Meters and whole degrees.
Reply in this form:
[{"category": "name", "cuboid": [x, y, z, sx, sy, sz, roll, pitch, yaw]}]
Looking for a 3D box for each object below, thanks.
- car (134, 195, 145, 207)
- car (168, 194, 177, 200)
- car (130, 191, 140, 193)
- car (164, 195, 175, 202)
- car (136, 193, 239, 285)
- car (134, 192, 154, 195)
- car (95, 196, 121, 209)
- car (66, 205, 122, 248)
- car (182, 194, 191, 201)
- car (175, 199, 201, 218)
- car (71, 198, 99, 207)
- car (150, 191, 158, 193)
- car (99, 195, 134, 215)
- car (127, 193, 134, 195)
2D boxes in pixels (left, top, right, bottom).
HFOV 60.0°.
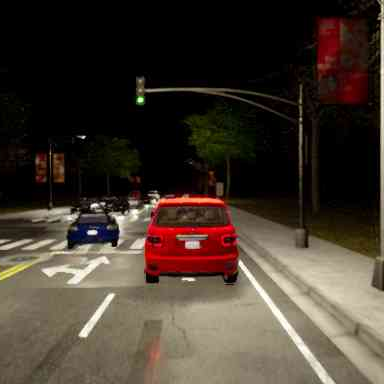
[{"category": "car", "cuboid": [-7.263, 1.366, 41.178, 1.895, 1.301, 4.718, 0, 0, 0]}, {"category": "car", "cuboid": [-4.563, 1.103, 78.952, 1.994, 1.385, 4.181, 0, 0, -1]}, {"category": "car", "cuboid": [-10.787, 0.881, 62.592, 2.150, 2.045, 5.566, 0, 0, -1]}, {"category": "car", "cuboid": [-4.323, 1.226, 64.813, 1.895, 1.301, 4.718, 0, 0, -1]}, {"category": "car", "cuboid": [-0.046, 1.159, 9.483, 2.150, 2.045, 5.566, 0, 0, -1]}, {"category": "car", "cuboid": [-7.386, 1.211, 51.504, 1.837, 1.490, 4.892, 0, 0, -1]}, {"category": "car", "cuboid": [-10.524, 1.262, 42.071, 2.128, 1.511, 4.902, 0, 0, -1]}, {"category": "car", "cuboid": [-4.257, 1.484, 14.488, 1.994, 1.385, 4.181, 0, 0, -14]}, {"category": "car", "cuboid": [-1.117, 1.154, 69.289, 1.994, 1.385, 4.181, 0, 0, 0]}, {"category": "car", "cuboid": [-0.374, 1.360, 29.510, 2.033, 1.411, 5.357, 0, 0, -1]}, {"category": "car", "cuboid": [-10.375, 1.331, 32.650, 1.837, 1.490, 4.892, 0, 0, -1]}, {"category": "car", "cuboid": [-7.566, 0.867, 64.312, 2.150, 2.045, 5.566, 0, 0, -1]}, {"category": "car", "cuboid": [-7.112, 1.325, 31.921, 1.837, 1.490, 4.892, 0, 0, -1]}, {"category": "car", "cuboid": [-10.635, 1.261, 52.249, 2.033, 1.411, 5.357, 0, 0, 0]}]
